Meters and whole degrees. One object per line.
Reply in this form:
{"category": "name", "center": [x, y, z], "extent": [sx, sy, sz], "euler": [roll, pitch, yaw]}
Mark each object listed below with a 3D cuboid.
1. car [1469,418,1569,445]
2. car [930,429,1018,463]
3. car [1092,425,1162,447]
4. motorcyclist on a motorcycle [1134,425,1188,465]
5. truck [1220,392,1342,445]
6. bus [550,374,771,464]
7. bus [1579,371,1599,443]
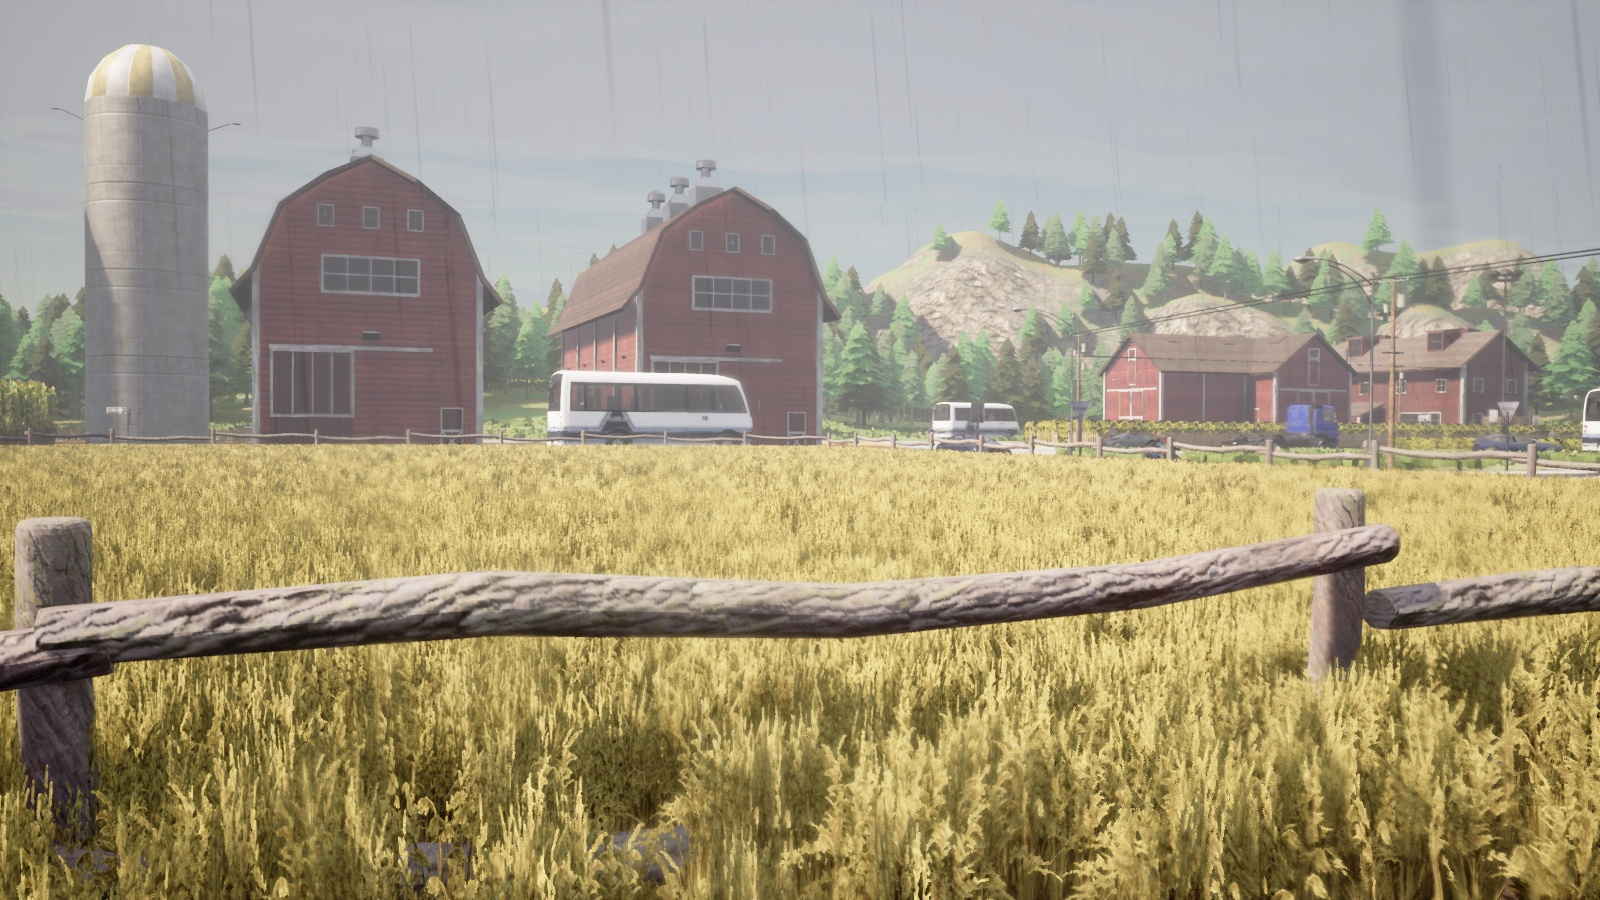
{"category": "car", "center": [42.056, -1.097, 73.588], "extent": [4.792, 1.488, 2.163], "euler": [0, 1, 22]}
{"category": "car", "center": [7.587, -0.202, 55.196], "extent": [1.994, 1.385, 4.181], "euler": [-1, 1, -22]}
{"category": "car", "center": [22.470, -0.973, 86.350], "extent": [4.181, 1.385, 1.994], "euler": [-1, 1, -18]}
{"category": "motorcyclist on a motorcycle", "center": [13.916, -0.205, 48.487], "extent": [0.866, 1.530, 2.191], "euler": [-1, 1, -21]}
{"category": "truck", "center": [33.180, -2.180, 86.626], "extent": [7.936, 3.462, 2.891], "euler": [-1, 1, -22]}
{"category": "bus", "center": [-6.970, -1.568, 62.987], "extent": [10.273, 4.253, 3.944], "euler": [-1, 1, -24]}
{"category": "bus", "center": [52.277, -2.652, 75.210], "extent": [10.273, 4.253, 3.944], "euler": [-1, 1, -19]}
